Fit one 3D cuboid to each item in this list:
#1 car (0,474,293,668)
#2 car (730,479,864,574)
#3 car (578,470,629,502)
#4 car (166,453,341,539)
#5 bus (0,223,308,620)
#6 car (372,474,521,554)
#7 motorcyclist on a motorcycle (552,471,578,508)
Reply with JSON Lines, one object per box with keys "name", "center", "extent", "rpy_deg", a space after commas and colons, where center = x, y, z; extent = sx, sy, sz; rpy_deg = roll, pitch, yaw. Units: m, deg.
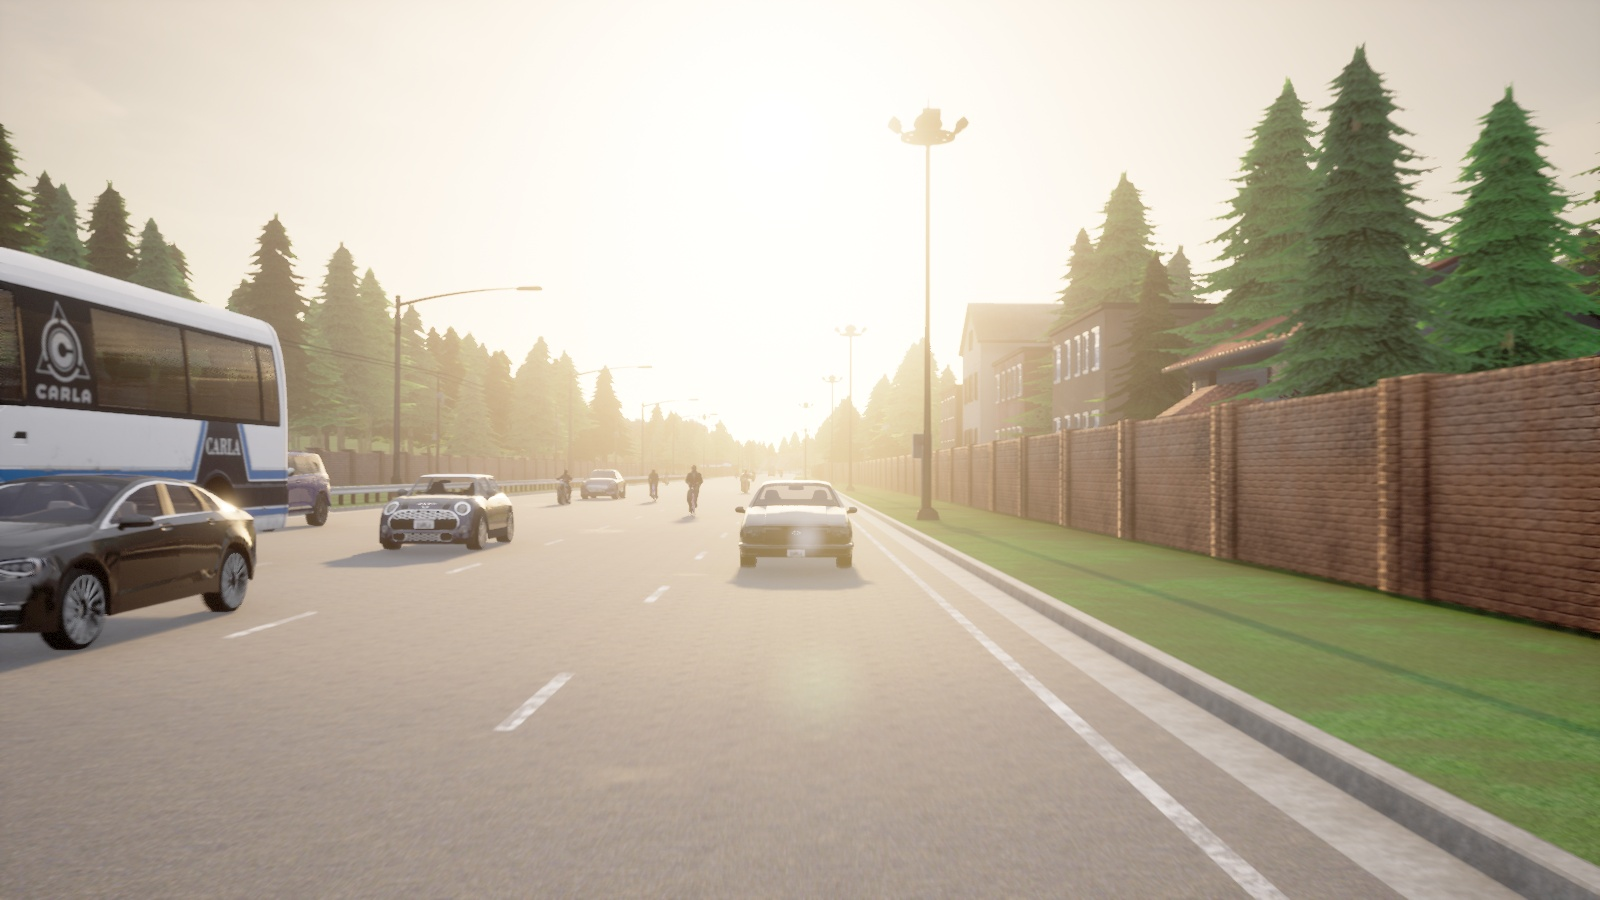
{"name": "car", "center": [-7.030, 1.005, 12.337], "extent": [2.128, 1.511, 4.902], "rpy_deg": [0, -1, 0]}
{"name": "car", "center": [-0.053, 1.227, 21.828], "extent": [2.033, 1.411, 5.357], "rpy_deg": [0, -1, 0]}
{"name": "car", "center": [-10.667, 1.935, 68.631], "extent": [2.033, 1.649, 4.856], "rpy_deg": [0, -1, 0]}
{"name": "car", "center": [-14.081, 1.139, 32.821], "extent": [2.150, 2.045, 5.566], "rpy_deg": [0, -1, 0]}
{"name": "bus", "center": [-10.547, -0.239, 16.764], "extent": [3.944, 4.253, 10.273], "rpy_deg": [0, -1, 0]}
{"name": "car", "center": [-7.062, 1.235, 25.489], "extent": [1.970, 1.475, 3.806], "rpy_deg": [0, -1, 0]}
{"name": "motorcyclist on a motorcycle", "center": [-10.639, 1.760, 56.941], "extent": [0.766, 1.649, 2.350], "rpy_deg": [0, -1, 0]}
